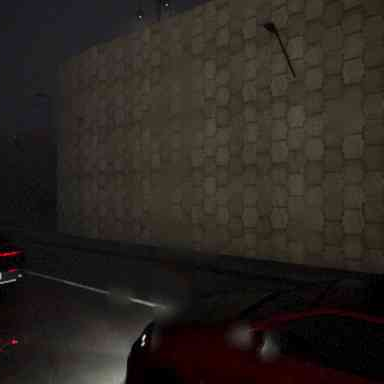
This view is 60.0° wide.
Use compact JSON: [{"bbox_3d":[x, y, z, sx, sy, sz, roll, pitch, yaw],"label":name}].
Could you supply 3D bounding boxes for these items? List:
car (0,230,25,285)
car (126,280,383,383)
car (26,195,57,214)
[{"bbox_3d":[-6.058,1.509,8.315,4.892,1.490,1.837,0,0,36],"label":"car"},{"bbox_3d":[1.363,1.564,3.019,4.181,1.385,1.994,0,0,36],"label":"car"},{"bbox_3d":[-12.905,1.072,31.015,2.128,1.511,4.902,0,5,35],"label":"car"}]
